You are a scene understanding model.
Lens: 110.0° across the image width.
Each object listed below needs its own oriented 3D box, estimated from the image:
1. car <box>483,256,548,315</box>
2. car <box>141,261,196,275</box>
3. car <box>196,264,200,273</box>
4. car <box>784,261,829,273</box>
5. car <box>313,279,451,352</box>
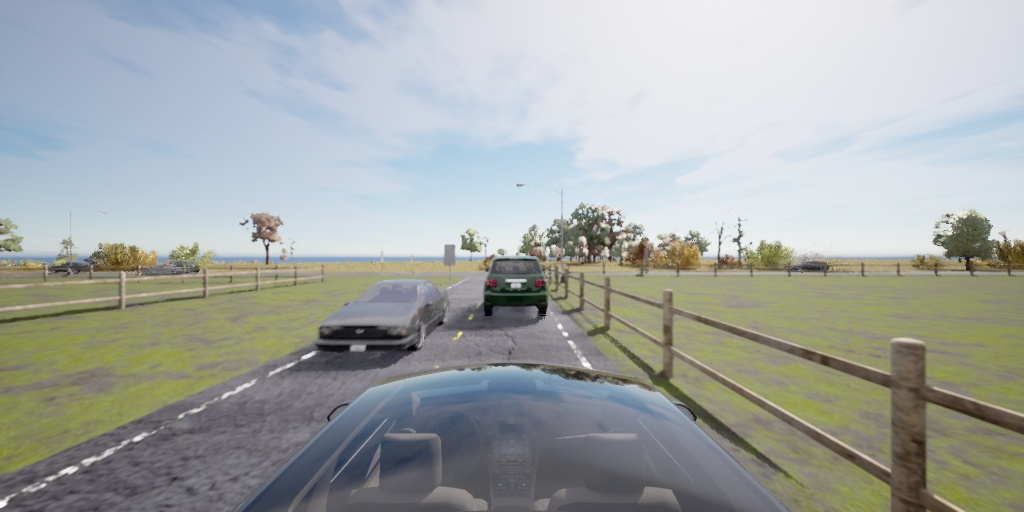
[{"bbox_3d":[0.117,1.018,13.809,2.150,2.045,5.566,0,0,0],"label":"car"},{"bbox_3d":[-42.119,1.627,43.797,4.718,1.301,1.895,0,0,1],"label":"car"},{"bbox_3d":[-43.575,1.391,46.646,4.553,1.767,2.097,0,0,1],"label":"car"},{"bbox_3d":[37.667,1.348,45.949,4.892,1.490,1.837,0,0,1],"label":"car"},{"bbox_3d":[-2.842,1.327,9.285,2.033,1.411,5.357,0,0,0],"label":"car"}]
